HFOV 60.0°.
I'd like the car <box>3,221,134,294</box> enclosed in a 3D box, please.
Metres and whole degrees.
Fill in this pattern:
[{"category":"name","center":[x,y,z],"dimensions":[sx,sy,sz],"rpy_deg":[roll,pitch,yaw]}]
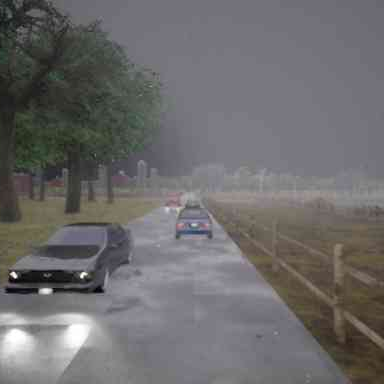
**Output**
[{"category":"car","center":[-2.840,1.546,9.133],"dimensions":[2.033,1.411,5.357],"rpy_deg":[0,0,0]}]

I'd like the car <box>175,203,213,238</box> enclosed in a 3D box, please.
[{"category":"car","center":[0.099,1.541,17.582],"dimensions":[2.033,1.411,5.357],"rpy_deg":[0,0,0]}]

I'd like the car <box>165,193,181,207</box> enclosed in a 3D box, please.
[{"category":"car","center":[-2.818,1.175,50.440],"dimensions":[2.150,2.045,5.566],"rpy_deg":[0,0,0]}]

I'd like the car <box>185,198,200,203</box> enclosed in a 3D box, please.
[{"category":"car","center":[0.097,1.528,43.818],"dimensions":[1.994,1.385,4.181],"rpy_deg":[0,0,0]}]
